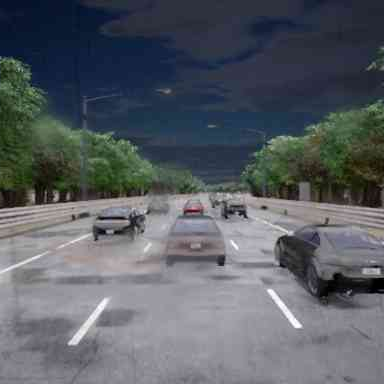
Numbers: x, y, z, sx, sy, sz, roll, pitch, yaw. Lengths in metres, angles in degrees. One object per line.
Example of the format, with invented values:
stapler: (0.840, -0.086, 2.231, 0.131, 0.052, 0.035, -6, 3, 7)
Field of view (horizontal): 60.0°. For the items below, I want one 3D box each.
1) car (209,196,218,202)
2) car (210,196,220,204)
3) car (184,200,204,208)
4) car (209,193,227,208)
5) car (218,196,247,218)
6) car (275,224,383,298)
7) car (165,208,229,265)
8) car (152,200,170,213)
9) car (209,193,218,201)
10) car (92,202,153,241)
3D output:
car: (4.948, 1.590, 76.130, 1.895, 1.301, 4.718, 0, 0, 3)
car: (4.365, 1.452, 64.174, 1.812, 1.442, 4.674, 0, 0, 3)
car: (0.180, 1.474, 33.692, 1.994, 1.385, 4.181, 0, 0, 1)
car: (3.777, 1.237, 46.327, 2.097, 1.767, 4.553, 0, 0, 2)
car: (3.525, 1.383, 28.476, 1.837, 1.490, 4.892, 0, 0, 0)
car: (3.499, 1.504, 8.477, 1.994, 1.385, 4.181, 0, 0, 0)
car: (0.101, 1.500, 11.492, 2.033, 1.411, 5.357, 0, 0, 0)
car: (-3.322, 1.473, 33.610, 1.994, 1.385, 4.181, 0, 0, 1)
car: (5.599, 1.280, 87.020, 2.150, 2.045, 5.566, 0, 0, 4)
car: (-3.400, 1.430, 16.210, 2.128, 1.511, 4.902, 0, 0, 0)
